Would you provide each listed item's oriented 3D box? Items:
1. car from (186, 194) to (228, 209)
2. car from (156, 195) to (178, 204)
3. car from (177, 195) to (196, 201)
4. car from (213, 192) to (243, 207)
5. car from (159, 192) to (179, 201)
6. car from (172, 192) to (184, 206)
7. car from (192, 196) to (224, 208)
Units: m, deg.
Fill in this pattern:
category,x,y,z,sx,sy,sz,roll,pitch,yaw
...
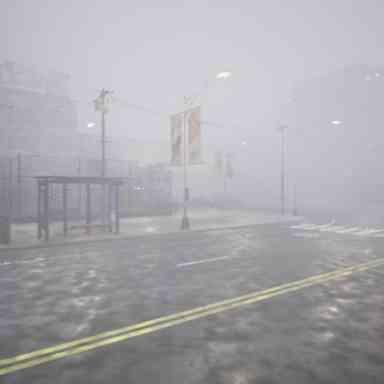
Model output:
category,x,y,z,sx,sy,sz,roll,pitch,yaw
car,1.869,1.371,43.124,2.097,1.535,5.008,0,0,-36
car,-4.878,1.355,63.315,1.882,1.535,5.008,0,0,-35
car,-1.342,1.425,75.901,1.895,1.301,4.718,0,0,-36
car,5.119,1.082,49.383,2.150,2.045,5.566,0,0,-36
car,-5.719,1.066,81.863,2.435,2.045,5.566,0,0,-36
car,-2.013,1.252,48.245,2.185,1.767,4.553,0,0,-36
car,2.196,1.384,47.454,1.837,1.490,4.892,0,0,-36
